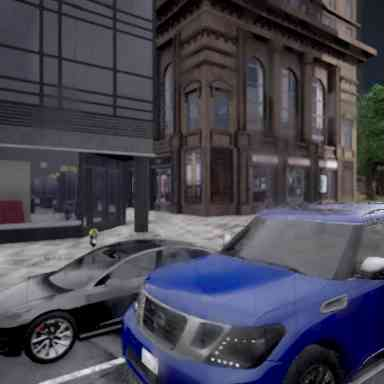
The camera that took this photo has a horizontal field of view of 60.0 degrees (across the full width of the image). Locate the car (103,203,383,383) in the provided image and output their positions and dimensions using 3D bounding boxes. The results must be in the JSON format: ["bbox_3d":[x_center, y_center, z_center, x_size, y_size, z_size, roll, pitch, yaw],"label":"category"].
[{"bbox_3d":[1.862,1.216,4.697,5.566,2.045,2.150,0,0,-35],"label":"car"}]

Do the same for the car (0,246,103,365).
[{"bbox_3d":[-1.115,1.562,5.851,4.313,1.339,1.947,0,0,-35],"label":"car"}]

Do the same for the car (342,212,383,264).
[{"bbox_3d":[7.619,1.510,12.042,4.829,1.417,1.752,0,0,-35],"label":"car"}]

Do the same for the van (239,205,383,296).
[{"bbox_3d":[3.321,1.331,8.995,3.998,1.788,1.690,0,0,-35],"label":"van"}]
